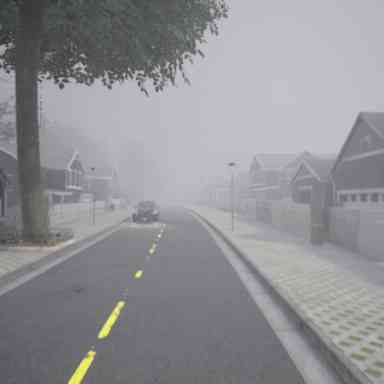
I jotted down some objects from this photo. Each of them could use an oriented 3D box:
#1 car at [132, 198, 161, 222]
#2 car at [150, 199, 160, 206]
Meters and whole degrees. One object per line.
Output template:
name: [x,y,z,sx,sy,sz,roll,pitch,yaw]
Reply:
car: [-3.700,1.498,27.475,2.097,1.767,4.553,0,0,-3]
car: [-7.555,2.110,67.952,1.994,1.385,4.181,0,-1,-8]
